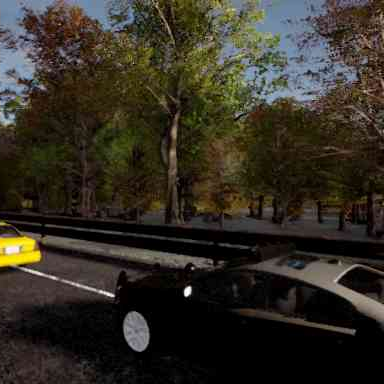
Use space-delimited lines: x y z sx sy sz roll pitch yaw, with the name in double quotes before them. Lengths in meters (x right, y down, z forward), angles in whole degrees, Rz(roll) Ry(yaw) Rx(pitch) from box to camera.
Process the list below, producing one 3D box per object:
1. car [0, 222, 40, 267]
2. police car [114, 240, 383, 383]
"car" -6.978 1.599 10.839 5.366 1.575 1.801 0 -1 38
"police car" 0.946 1.512 4.504 5.238 1.638 1.930 0 -1 39
